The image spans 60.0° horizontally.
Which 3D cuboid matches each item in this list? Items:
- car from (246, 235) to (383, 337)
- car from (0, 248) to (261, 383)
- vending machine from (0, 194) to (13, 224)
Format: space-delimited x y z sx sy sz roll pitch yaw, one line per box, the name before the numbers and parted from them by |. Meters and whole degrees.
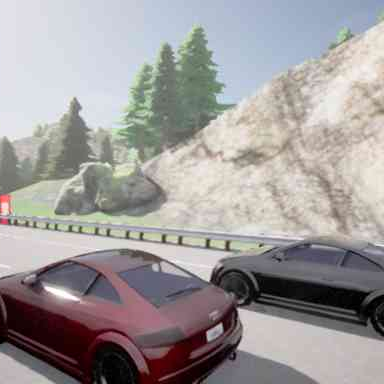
car | 2.434 1.562 6.534 4.181 1.385 1.994 0 0 36
car | -1.368 1.562 4.951 4.181 1.385 1.994 0 0 36
vending machine | -13.753 1.182 24.101 0.880 2.100 1.100 0 0 35
